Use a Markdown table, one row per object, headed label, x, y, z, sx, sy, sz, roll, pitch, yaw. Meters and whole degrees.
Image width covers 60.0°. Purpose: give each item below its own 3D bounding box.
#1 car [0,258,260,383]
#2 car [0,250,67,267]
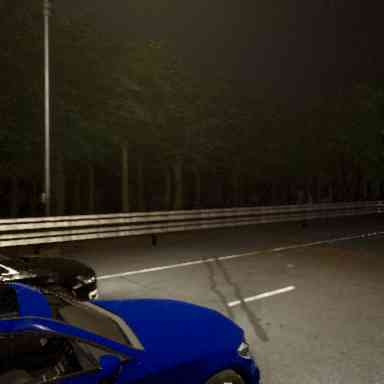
| label | x | y | z | sx | sy | sz | roll | pitch | yaw |
| --- | --- | --- | --- | --- | --- | --- | --- | --- | --- |
| car | -1.530 | 1.524 | 2.656 | 4.674 | 1.442 | 1.812 | 0 | 0 | -35 |
| car | -3.983 | 1.507 | 5.204 | 4.892 | 1.490 | 1.837 | 0 | 0 | -35 |
